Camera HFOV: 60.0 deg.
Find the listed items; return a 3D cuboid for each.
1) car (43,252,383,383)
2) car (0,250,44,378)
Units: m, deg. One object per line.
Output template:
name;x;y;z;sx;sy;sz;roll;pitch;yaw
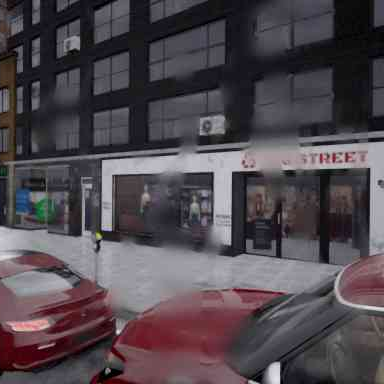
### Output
car;1.588;1.315;1.941;5.009;1.841;2.192;0;1;35
car;-2.965;1.580;5.176;4.206;1.307;1.802;0;1;35
